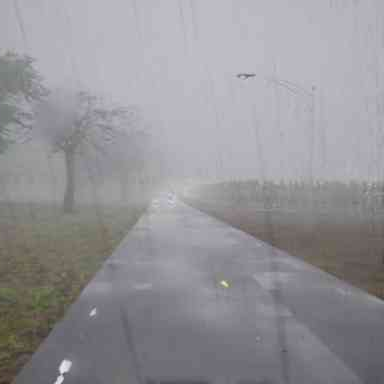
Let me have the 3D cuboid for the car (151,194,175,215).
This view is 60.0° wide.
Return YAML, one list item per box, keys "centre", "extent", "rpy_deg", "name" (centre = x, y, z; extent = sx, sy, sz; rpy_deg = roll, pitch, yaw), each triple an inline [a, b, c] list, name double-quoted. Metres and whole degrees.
- centre: [-3.026, 1.199, 34.849]
  extent: [2.150, 2.045, 5.566]
  rpy_deg: [2, 0, -5]
  name: "car"
